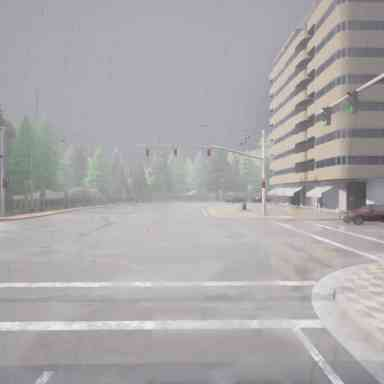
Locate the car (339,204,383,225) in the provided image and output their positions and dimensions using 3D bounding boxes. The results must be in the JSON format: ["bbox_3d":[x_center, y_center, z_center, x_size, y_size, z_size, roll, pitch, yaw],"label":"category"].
[{"bbox_3d":[13.172,1.581,24.090,4.674,1.442,1.812,0,0,-1],"label":"car"}]

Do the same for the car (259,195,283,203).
[{"bbox_3d":[17.568,1.525,73.739,4.902,1.511,2.128,0,0,-23],"label":"car"}]

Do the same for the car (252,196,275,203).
[{"bbox_3d":[14.216,1.525,67.838,4.674,1.442,1.812,0,0,-34],"label":"car"}]

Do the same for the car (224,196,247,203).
[{"bbox_3d":[8.903,1.547,68.136,5.357,1.411,2.033,0,0,-38],"label":"car"}]
